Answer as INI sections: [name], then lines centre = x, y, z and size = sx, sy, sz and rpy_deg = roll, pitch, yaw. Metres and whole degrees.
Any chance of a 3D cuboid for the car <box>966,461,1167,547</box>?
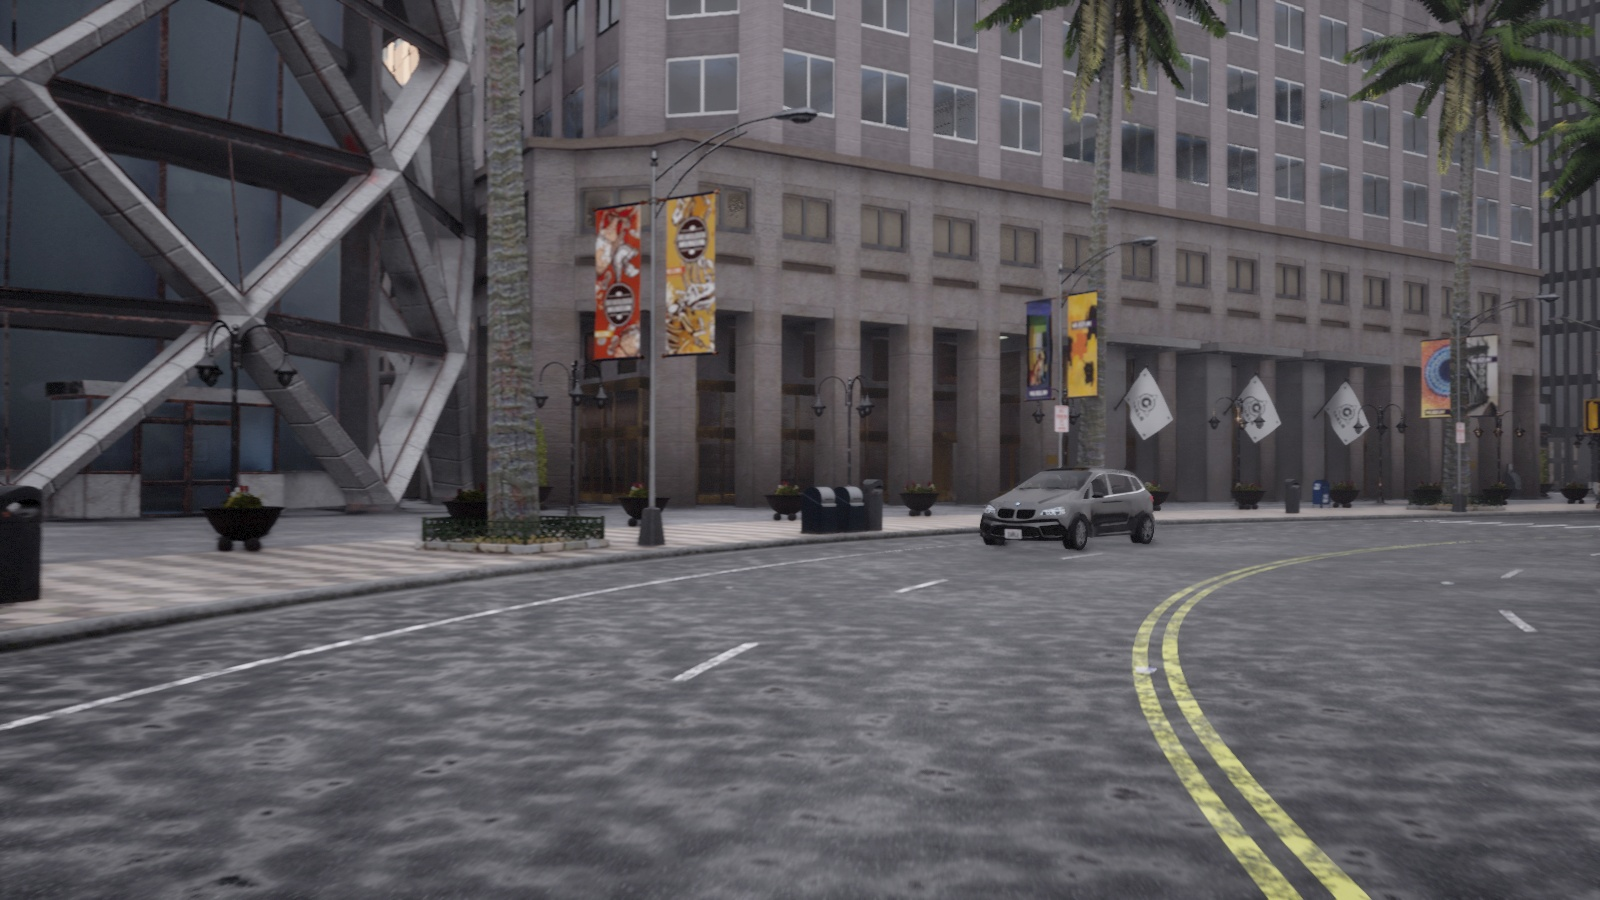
[car]
centre = 5.804, 1.093, 26.989
size = 2.242, 1.667, 4.611
rpy_deg = -1, -1, 41
